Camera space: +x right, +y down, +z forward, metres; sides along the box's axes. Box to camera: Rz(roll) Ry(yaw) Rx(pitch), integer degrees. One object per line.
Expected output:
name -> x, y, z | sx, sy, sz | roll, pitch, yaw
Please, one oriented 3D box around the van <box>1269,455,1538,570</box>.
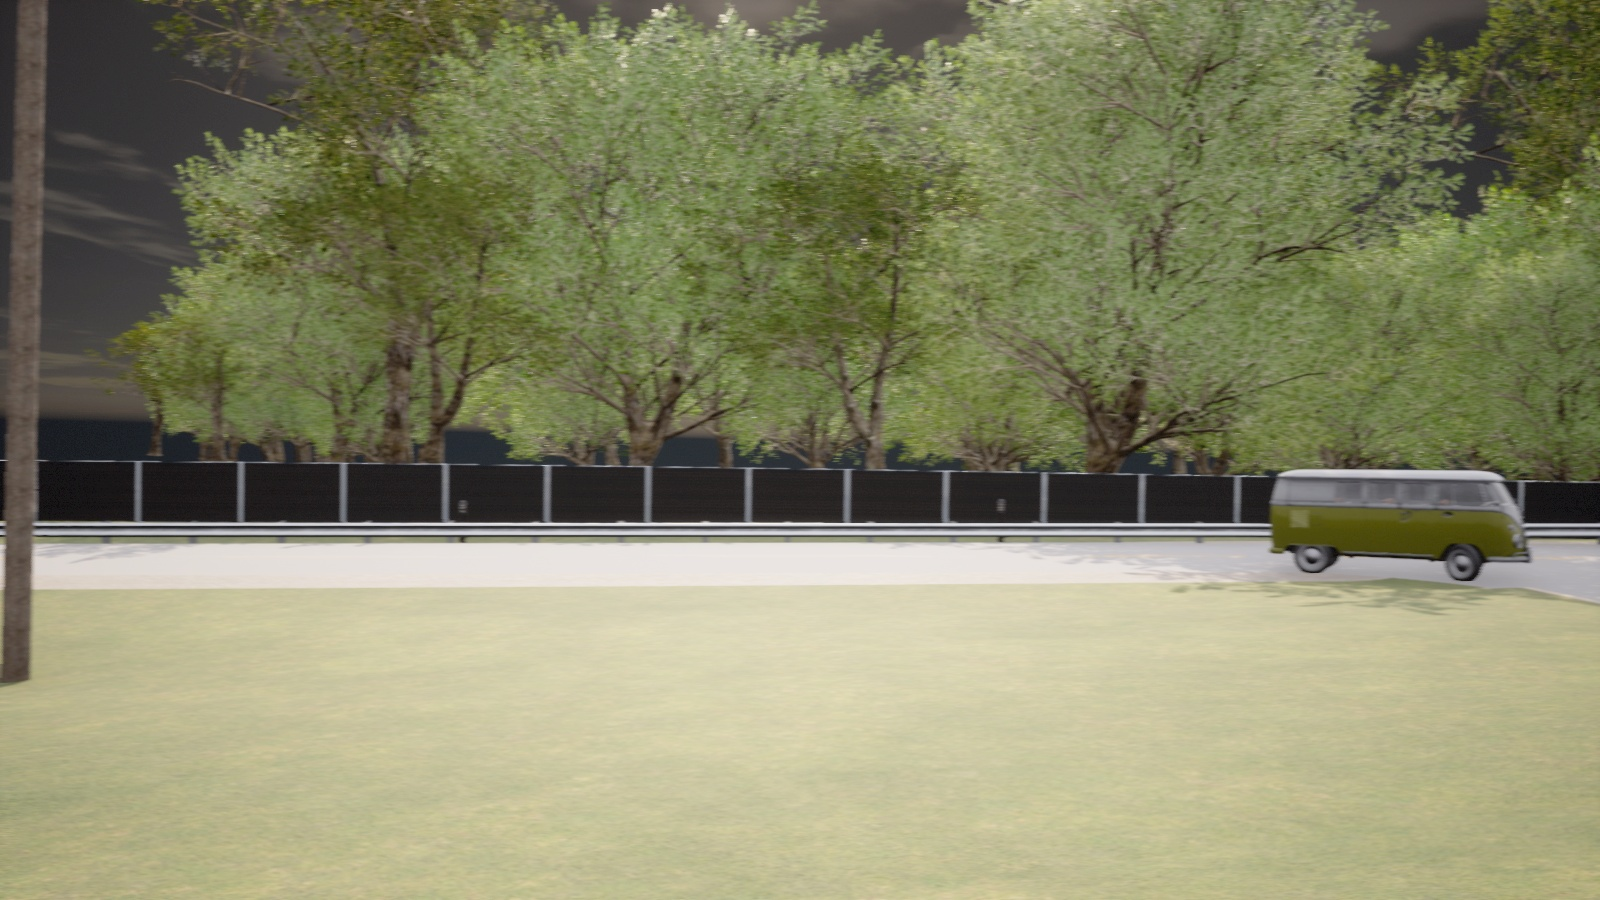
van -> 11.426, 1.117, 23.858 | 4.442, 1.987, 1.775 | -1, 0, 31
